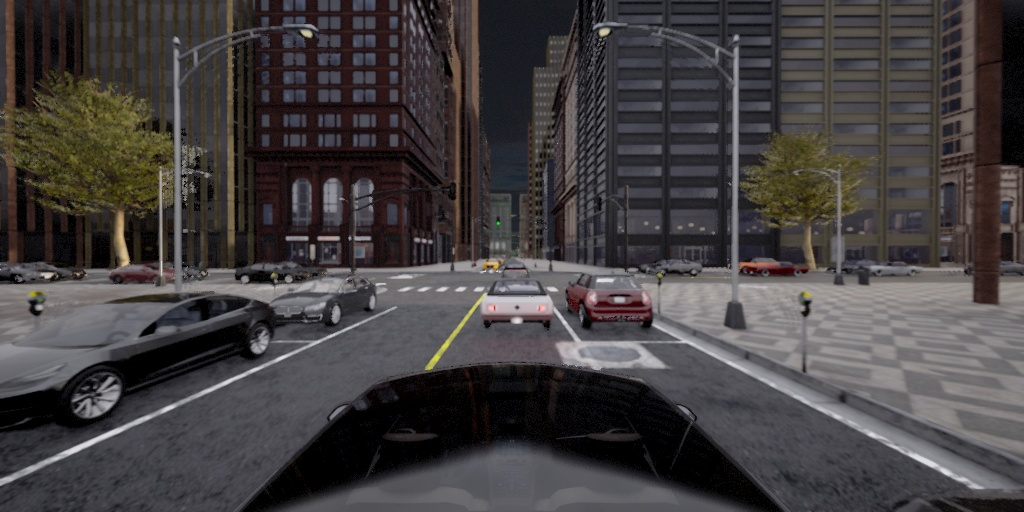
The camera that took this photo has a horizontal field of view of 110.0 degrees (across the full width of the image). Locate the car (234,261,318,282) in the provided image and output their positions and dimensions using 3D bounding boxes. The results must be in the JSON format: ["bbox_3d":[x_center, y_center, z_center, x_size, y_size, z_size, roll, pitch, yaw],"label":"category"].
[{"bbox_3d":[-17.394,1.214,26.248,5.008,1.535,1.882,0,0,-1],"label":"car"}]

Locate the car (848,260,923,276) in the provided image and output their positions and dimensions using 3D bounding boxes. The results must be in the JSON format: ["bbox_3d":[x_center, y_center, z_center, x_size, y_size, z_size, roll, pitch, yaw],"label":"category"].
[{"bbox_3d":[34.153,1.167,32.727,4.718,1.301,1.895,0,0,0],"label":"car"}]

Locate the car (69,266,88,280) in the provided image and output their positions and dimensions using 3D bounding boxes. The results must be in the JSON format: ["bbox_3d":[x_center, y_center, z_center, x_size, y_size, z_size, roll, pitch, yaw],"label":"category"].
[{"bbox_3d":[-38.185,1.271,29.594,4.892,1.490,1.837,0,0,0],"label":"car"}]

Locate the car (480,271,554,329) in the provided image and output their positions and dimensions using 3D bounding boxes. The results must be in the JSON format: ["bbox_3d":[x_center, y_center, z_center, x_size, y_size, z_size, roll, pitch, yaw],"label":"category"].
[{"bbox_3d":[0.147,1.320,11.162,1.895,1.301,4.718,0,0,0],"label":"car"}]

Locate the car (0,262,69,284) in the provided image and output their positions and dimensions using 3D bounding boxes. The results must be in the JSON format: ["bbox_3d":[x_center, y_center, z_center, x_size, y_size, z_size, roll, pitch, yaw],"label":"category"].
[{"bbox_3d":[-36.503,1.281,26.333,4.902,1.511,2.128,0,0,0],"label":"car"}]

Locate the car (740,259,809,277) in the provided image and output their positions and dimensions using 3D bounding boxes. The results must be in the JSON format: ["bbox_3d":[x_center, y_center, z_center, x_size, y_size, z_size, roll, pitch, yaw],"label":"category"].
[{"bbox_3d":[24.083,1.187,32.778,4.718,1.301,1.895,0,0,0],"label":"car"}]

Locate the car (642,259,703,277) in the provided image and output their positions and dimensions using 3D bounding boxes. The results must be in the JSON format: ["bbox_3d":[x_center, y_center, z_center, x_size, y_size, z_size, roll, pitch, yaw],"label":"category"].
[{"bbox_3d":[14.814,1.097,32.824,4.902,1.511,2.128,0,0,-1],"label":"car"}]

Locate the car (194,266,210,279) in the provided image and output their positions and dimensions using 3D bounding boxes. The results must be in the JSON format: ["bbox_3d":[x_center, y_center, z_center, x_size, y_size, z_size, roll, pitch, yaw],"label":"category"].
[{"bbox_3d":[-27.780,1.243,29.538,4.892,1.490,1.837,0,0,0],"label":"car"}]

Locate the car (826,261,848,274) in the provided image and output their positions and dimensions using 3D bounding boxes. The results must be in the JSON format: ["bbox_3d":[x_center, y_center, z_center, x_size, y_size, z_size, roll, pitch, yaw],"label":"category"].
[{"bbox_3d":[34.856,1.086,35.973,5.357,1.411,2.033,0,0,0],"label":"car"}]

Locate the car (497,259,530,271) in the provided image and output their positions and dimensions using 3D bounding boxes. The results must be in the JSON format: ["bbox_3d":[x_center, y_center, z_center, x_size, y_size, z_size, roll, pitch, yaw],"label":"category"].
[{"bbox_3d":[0.257,1.183,26.403,2.128,1.511,4.902,0,0,1],"label":"car"}]

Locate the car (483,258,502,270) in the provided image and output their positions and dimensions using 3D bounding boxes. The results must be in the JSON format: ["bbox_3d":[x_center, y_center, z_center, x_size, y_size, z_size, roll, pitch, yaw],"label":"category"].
[{"bbox_3d":[-2.763,1.094,47.801,1.882,1.535,5.008,0,0,0],"label":"car"}]

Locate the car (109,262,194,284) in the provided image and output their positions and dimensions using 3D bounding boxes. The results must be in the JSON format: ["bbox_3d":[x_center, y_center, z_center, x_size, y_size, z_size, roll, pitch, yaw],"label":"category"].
[{"bbox_3d":[-26.674,1.287,26.286,4.674,1.442,1.812,0,0,0],"label":"car"}]

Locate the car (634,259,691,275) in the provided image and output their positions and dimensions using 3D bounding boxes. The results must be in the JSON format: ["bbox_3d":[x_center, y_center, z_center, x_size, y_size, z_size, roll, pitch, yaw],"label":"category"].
[{"bbox_3d":[15.050,1.083,36.062,4.892,1.490,1.837,0,0,0],"label":"car"}]

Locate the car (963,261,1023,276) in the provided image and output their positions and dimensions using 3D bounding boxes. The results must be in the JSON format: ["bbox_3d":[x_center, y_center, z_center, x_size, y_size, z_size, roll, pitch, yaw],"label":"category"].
[{"bbox_3d":[44.069,1.111,32.643,4.181,1.385,1.994,0,0,1],"label":"car"}]

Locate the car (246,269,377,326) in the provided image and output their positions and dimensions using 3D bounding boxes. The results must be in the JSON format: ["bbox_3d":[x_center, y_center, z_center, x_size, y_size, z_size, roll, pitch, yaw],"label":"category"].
[{"bbox_3d":[-5.703,1.269,11.334,2.007,1.370,4.403,0,0,0],"label":"car"}]

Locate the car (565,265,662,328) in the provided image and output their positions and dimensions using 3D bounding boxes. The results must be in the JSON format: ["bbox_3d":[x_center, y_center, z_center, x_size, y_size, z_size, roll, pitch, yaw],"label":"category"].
[{"bbox_3d":[2.822,1.159,11.282,1.967,1.591,4.097,0,0,0],"label":"car"}]

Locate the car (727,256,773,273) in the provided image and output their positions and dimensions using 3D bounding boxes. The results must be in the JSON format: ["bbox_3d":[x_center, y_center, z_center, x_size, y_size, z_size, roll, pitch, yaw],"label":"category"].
[{"bbox_3d":[24.246,0.911,36.019,4.553,1.767,2.097,0,0,0],"label":"car"}]

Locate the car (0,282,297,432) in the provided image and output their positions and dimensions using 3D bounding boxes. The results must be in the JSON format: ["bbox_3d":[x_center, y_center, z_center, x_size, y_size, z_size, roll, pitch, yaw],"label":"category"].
[{"bbox_3d":[-5.739,1.302,5.698,1.948,1.339,4.313,0,0,0],"label":"car"}]

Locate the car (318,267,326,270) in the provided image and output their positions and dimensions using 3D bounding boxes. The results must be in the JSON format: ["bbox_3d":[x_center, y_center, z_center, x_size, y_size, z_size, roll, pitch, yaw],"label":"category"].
[{"bbox_3d":[-17.790,1.189,29.497,5.008,1.535,1.882,0,0,0],"label":"car"}]
